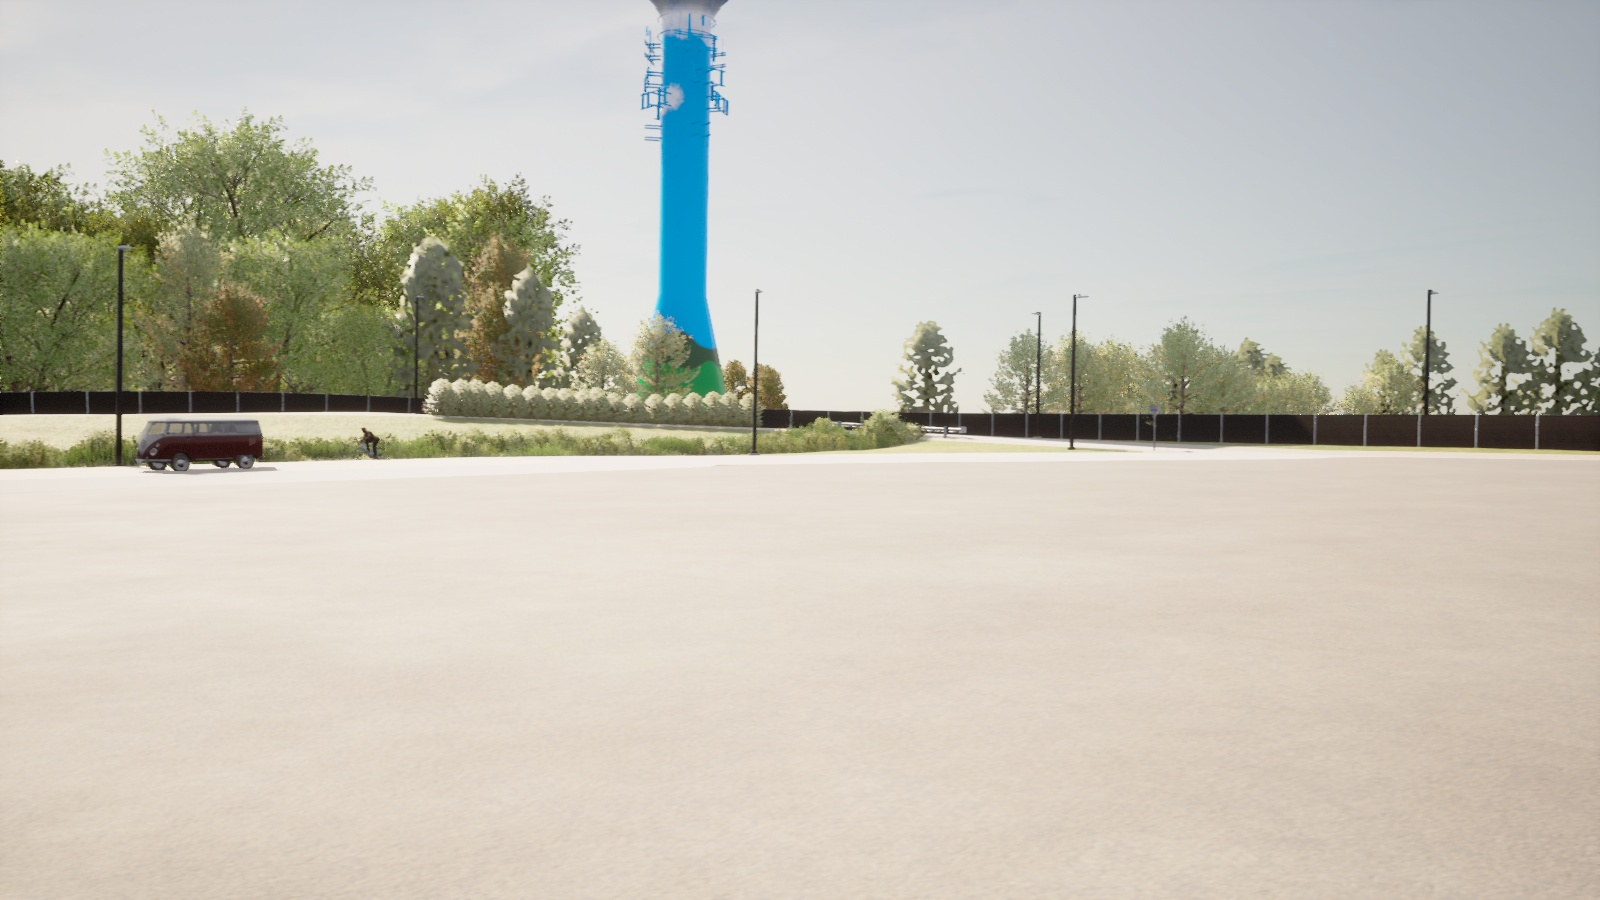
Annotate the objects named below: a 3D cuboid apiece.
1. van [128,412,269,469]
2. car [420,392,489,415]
[{"bbox_3d":[-22.248,-0.410,46.587,1.775,1.987,4.442,2,2,33],"label":"van"},{"bbox_3d":[-24.037,-3.235,87.455,4.181,1.385,1.994,2,0,-39],"label":"car"}]
